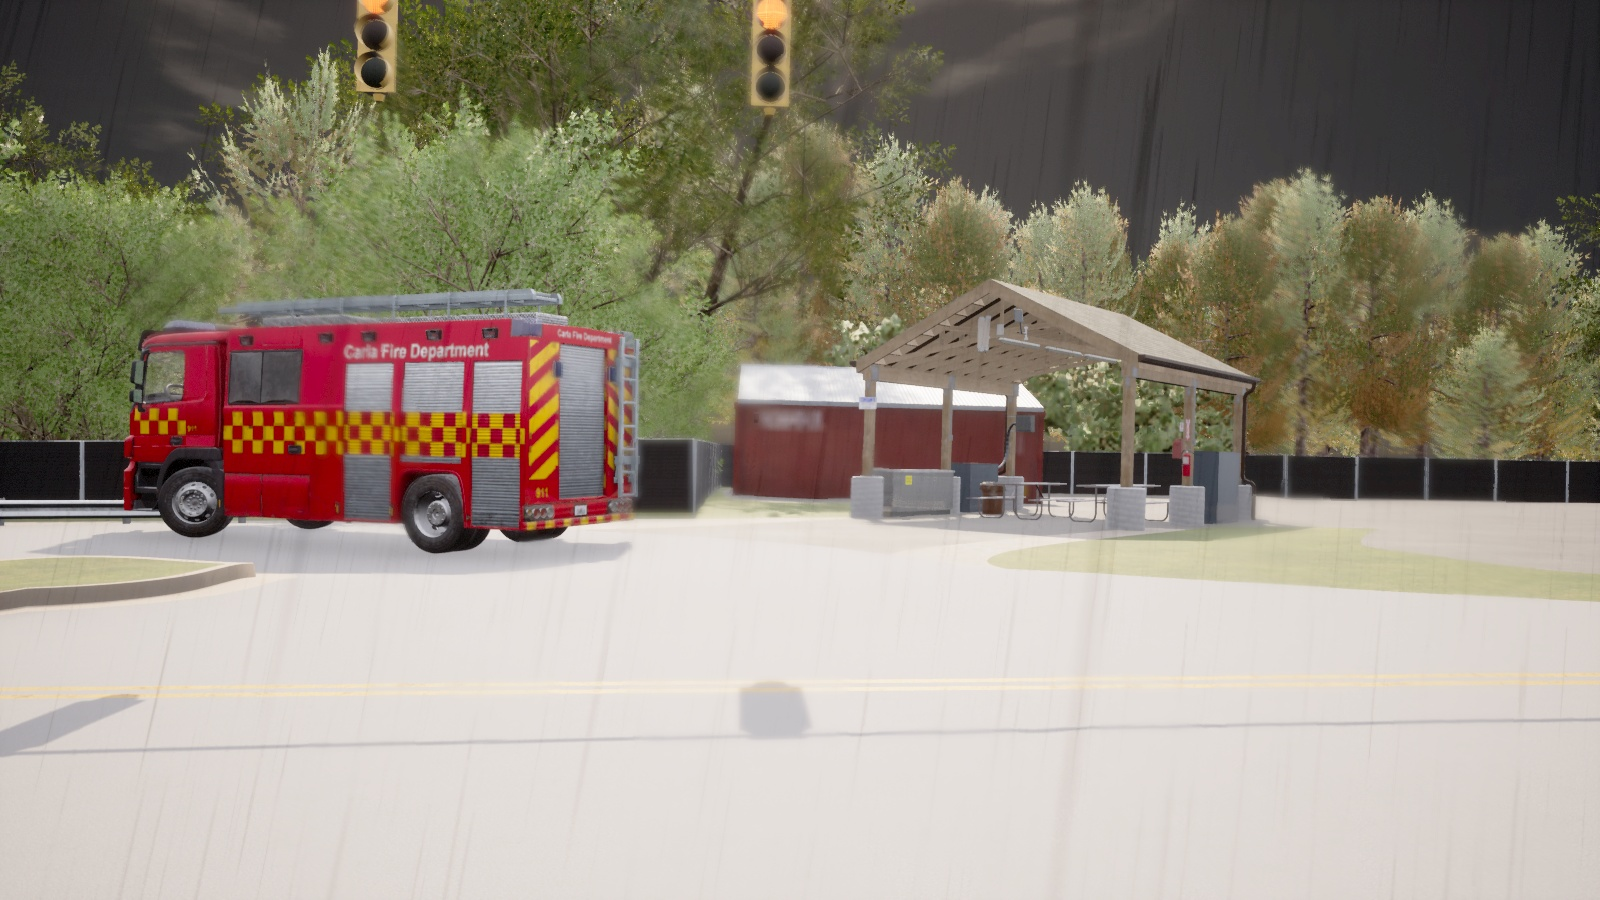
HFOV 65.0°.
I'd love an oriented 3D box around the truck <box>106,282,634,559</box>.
[{"bbox_3d":[-7.108,-0.474,20.463,8.468,3.827,2.891,1,1,25],"label":"truck"}]
